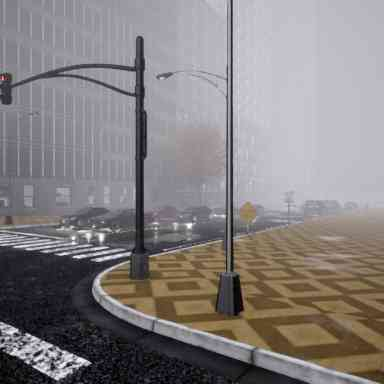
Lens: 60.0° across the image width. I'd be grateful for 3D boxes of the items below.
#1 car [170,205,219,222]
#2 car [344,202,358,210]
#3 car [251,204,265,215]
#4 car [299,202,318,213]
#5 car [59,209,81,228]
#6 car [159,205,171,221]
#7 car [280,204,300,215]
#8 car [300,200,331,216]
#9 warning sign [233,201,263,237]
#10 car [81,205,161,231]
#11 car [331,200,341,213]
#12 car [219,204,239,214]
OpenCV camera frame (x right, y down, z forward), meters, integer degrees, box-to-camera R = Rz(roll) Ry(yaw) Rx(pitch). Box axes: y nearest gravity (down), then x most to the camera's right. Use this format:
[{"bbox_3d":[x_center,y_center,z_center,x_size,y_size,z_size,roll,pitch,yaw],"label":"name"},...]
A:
[{"bbox_3d":[0.332,2.000,31.693,1.837,1.490,4.892,0,0,33],"label":"car"},{"bbox_3d":[31.498,2.661,65.692,2.097,1.767,4.553,0,-1,33],"label":"car"},{"bbox_3d":[8.183,2.282,43.814,1.812,1.442,4.674,0,-1,33],"label":"car"},{"bbox_3d":[19.193,2.506,54.725,1.882,1.535,5.008,0,-1,33],"label":"car"},{"bbox_3d":[-7.736,1.844,25.179,1.812,1.442,4.674,0,-1,31],"label":"car"},{"bbox_3d":[-2.807,2.007,32.823,1.812,1.442,4.674,0,-1,33],"label":"car"},{"bbox_3d":[13.634,2.372,46.035,1.812,1.442,4.674,0,-1,33],"label":"car"},{"bbox_3d":[16.571,2.077,44.489,2.150,2.045,5.566,0,-1,33],"label":"car"},{"bbox_3d":[3.122,1.454,18.564,1.300,1.860,1.060,1,1,33],"label":"warning sign"},{"bbox_3d":[-4.869,1.874,23.641,2.033,1.411,5.357,0,-1,33],"label":"car"},{"bbox_3d":[22.401,2.267,53.517,2.150,2.045,5.566,0,-1,33],"label":"car"},{"bbox_3d":[4.554,2.287,44.195,1.994,1.385,4.181,0,-1,33],"label":"car"}]
